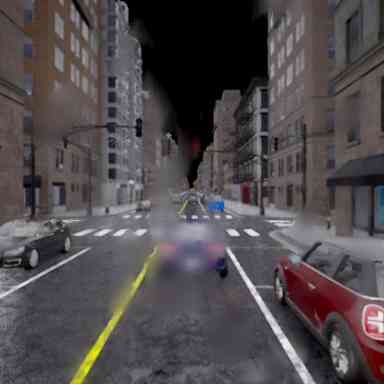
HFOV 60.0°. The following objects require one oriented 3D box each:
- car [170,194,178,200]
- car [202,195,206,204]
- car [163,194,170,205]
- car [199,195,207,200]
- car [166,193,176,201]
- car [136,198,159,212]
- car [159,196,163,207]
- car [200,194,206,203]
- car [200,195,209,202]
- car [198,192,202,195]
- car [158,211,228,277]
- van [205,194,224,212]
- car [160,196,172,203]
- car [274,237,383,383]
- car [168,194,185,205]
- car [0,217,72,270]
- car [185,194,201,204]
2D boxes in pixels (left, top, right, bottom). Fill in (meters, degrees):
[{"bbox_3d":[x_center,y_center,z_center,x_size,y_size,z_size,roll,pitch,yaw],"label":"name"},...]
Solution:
[{"bbox_3d":[-5.125,1.383,94.819,1.967,1.590,4.097,0,0,0],"label":"car"},{"bbox_3d":[2.773,1.566,49.349,1.802,1.307,4.206,0,0,0],"label":"car"},{"bbox_3d":[-5.221,1.503,60.559,1.752,1.417,4.829,0,0,0],"label":"car"},{"bbox_3d":[2.884,1.499,89.119,2.008,1.369,4.403,0,0,0],"label":"car"},{"bbox_3d":[-5.157,1.269,83.455,2.192,1.841,5.009,0,0,0],"label":"car"},{"bbox_3d":[-5.284,1.539,38.001,2.008,1.369,4.403,0,0,0],"label":"car"},{"bbox_3d":[-5.268,1.531,43.683,1.887,1.381,4.507,0,0,0],"label":"car"},{"bbox_3d":[2.805,1.559,60.712,1.802,1.307,4.206,0,0,0],"label":"car"},{"bbox_3d":[2.852,1.400,77.756,1.967,1.590,4.097,0,0,0],"label":"car"},{"bbox_3d":[2.821,1.286,66.394,2.192,1.841,5.009,0,0,0],"label":"car"},{"bbox_3d":[0.031,1.523,10.141,1.812,1.442,4.674,0,0,0],"label":"car"},{"bbox_3d":[2.741,1.329,37.987,1.690,1.788,3.998,0,0,0],"label":"van"},{"bbox_3d":[-5.204,1.537,66.411,1.947,1.339,4.313,0,0,0],"label":"car"},{"bbox_3d":[2.650,1.438,5.387,1.967,1.590,4.097,0,0,0],"label":"car"},{"bbox_3d":[-2.658,1.542,57.702,1.994,1.385,4.181,0,0,1],"label":"car"},{"bbox_3d":[-5.359,1.548,10.920,2.008,1.369,4.403,0,0,0],"label":"car"},{"bbox_3d":[0.203,1.521,64.715,2.033,1.411,5.357,0,0,1],"label":"car"}]
